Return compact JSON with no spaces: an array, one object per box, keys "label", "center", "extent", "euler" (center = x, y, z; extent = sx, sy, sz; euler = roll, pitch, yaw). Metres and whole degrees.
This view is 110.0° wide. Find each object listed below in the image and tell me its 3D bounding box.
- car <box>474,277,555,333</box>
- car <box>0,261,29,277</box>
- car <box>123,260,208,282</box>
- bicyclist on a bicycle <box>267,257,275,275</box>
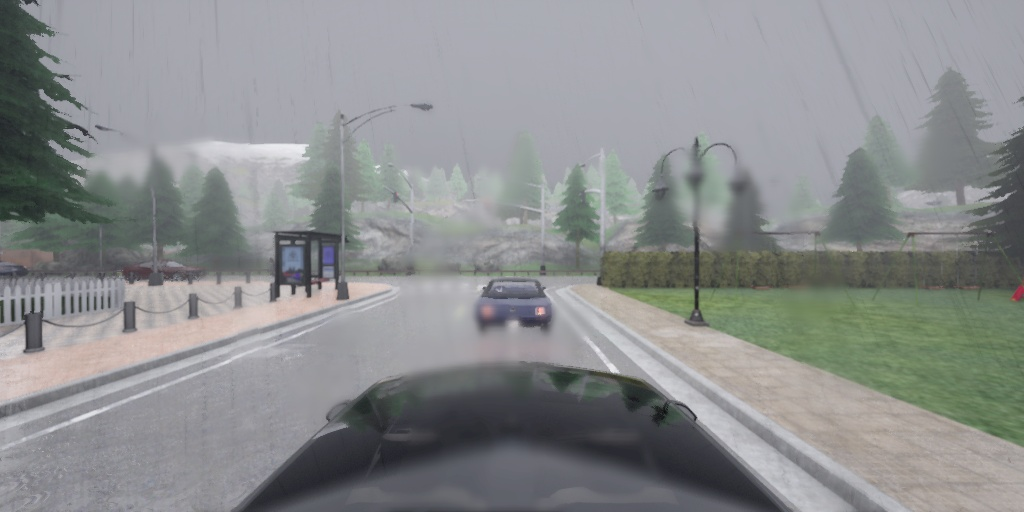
[{"label":"car","center":[0.074,1.272,10.455],"extent":[1.895,1.301,4.718],"euler":[0,1,0]},{"label":"car","center":[-42.377,1.082,29.126],"extent":[4.181,1.385,1.994],"euler":[0,1,0]},{"label":"car","center":[-24.421,1.029,25.383],"extent":[5.008,1.535,1.882],"euler":[0,1,1]},{"label":"bicyclist on a bicycle","center":[-21.630,0.941,32.452],"extent":[0.582,1.620,1.656],"euler":[0,1,0]}]
